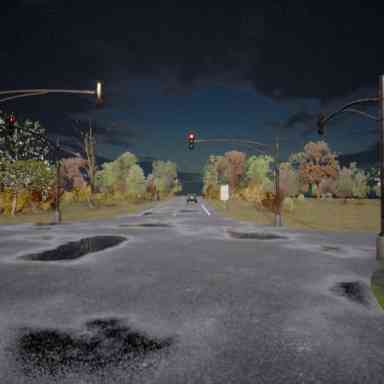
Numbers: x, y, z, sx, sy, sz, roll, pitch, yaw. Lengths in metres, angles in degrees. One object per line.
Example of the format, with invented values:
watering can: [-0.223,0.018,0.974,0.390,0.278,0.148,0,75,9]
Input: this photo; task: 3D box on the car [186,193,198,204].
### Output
car: [-0.012,1.271,67.602,2.150,2.045,5.566,0,0,0]

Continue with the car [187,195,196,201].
car: [-0.014,1.440,77.993,2.033,1.411,5.357,0,0,0]
